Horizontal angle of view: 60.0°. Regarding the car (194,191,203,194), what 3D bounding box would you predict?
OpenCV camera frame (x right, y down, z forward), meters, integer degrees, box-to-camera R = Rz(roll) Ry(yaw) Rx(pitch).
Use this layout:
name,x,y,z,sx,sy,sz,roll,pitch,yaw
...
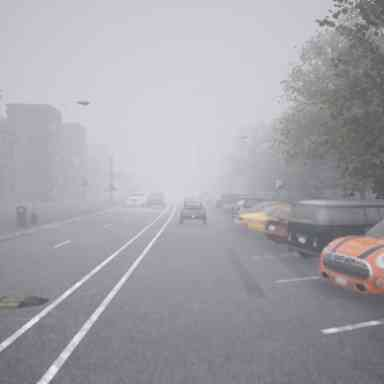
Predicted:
name,x,y,z,sx,sy,sz,roll,pitch,yaw
car,3.941,0.839,64.295,5.566,2.045,2.435,1,0,-24

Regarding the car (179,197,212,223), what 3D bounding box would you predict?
name,x,y,z,sx,sy,sz,roll,pitch,yaw
car,0.061,1.418,24.531,2.128,1.511,4.902,0,1,0

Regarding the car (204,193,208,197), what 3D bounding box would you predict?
name,x,y,z,sx,sy,sz,roll,pitch,yaw
car,4.670,1.259,49.449,4.674,1.452,2.002,1,0,-23

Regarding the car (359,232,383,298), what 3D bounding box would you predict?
name,x,y,z,sx,sy,sz,roll,pitch,yaw
car,5.308,1.480,4.960,5.008,1.535,2.097,1,0,-20

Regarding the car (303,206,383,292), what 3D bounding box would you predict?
name,x,y,z,sx,sy,sz,roll,pitch,yaw
car,5.331,1.349,7.935,4.553,1.767,2.185,1,0,-20

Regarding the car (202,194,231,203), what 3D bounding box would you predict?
name,x,y,z,sx,sy,sz,roll,pitch,yaw
car,4.254,1.179,58.350,4.674,1.452,2.002,1,1,-23

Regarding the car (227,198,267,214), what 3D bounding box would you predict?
name,x,y,z,sx,sy,sz,roll,pitch,yaw
car,5.299,1.421,22.756,4.892,1.521,2.231,1,1,-20

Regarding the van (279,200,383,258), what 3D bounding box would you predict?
name,x,y,z,sx,sy,sz,roll,pitch,yaw
van,5.410,1.242,10.933,4.442,1.987,1.878,1,0,-20

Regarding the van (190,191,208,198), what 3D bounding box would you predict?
name,x,y,z,sx,sy,sz,roll,pitch,yaw
van,1.902,0.691,90.992,4.442,1.987,1.878,1,0,-26

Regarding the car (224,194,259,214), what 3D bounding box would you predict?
name,x,y,z,sx,sy,sz,roll,pitch,yaw
car,5.243,1.278,25.719,4.553,1.767,2.185,1,0,-21

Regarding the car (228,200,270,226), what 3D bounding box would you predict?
name,x,y,z,sx,sy,sz,roll,pitch,yaw
car,5.130,1.430,19.719,5.366,1.575,1.946,1,1,-20

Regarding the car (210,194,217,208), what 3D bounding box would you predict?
name,x,y,z,sx,sy,sz,roll,pitch,yaw
car,5.061,1.323,37.613,5.008,1.535,2.097,1,0,-22

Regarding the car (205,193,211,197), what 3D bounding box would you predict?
name,x,y,z,sx,sy,sz,roll,pitch,yaw
car,4.766,1.287,46.496,4.674,1.452,2.002,0,1,-22

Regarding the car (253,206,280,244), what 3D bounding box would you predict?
name,x,y,z,sx,sy,sz,roll,pitch,yaw
car,5.329,1.488,13.863,4.792,1.488,2.163,1,0,-20

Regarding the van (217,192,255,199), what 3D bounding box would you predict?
name,x,y,z,sx,sy,sz,roll,pitch,yaw
van,5.246,1.121,34.687,4.442,1.987,1.878,1,0,-21

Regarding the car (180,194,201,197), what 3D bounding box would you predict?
name,x,y,z,sx,sy,sz,roll,pitch,yaw
car,-0.335,1.339,43.114,2.033,1.411,5.357,0,1,-2

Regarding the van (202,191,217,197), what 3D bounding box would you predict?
name,x,y,z,sx,sy,sz,roll,pitch,yaw
van,4.441,0.965,52.366,4.442,1.987,1.878,1,1,-23

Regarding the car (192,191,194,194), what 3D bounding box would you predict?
name,x,y,z,sx,sy,sz,roll,pitch,yaw
car,3.324,1.025,73.171,4.892,1.521,2.231,1,1,-24

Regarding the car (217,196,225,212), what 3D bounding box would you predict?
name,x,y,z,sx,sy,sz,roll,pitch,yaw
car,5.193,1.407,31.670,4.674,1.452,2.002,1,1,-21

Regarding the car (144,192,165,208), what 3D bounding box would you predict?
name,x,y,z,sx,sy,sz,roll,pitch,yaw
car,-4.691,1.008,43.868,2.150,2.045,5.566,0,1,-2

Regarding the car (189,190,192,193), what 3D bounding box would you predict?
name,x,y,z,sx,sy,sz,roll,pitch,yaw
car,2.318,0.822,85.011,4.553,1.767,2.185,1,0,-25

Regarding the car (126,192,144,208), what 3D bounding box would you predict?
name,x,y,z,sx,sy,sz,roll,pitch,yaw
car,-7.546,0.999,45.481,2.150,2.045,5.566,0,0,-2

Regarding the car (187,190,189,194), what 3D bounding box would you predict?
name,x,y,z,sx,sy,sz,roll,pitch,yaw
car,2.086,0.931,87.976,5.008,1.535,2.097,1,1,-26

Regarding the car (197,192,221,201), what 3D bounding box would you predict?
name,x,y,z,sx,sy,sz,roll,pitch,yaw
car,3.495,0.919,70.202,4.553,1.767,2.185,1,0,-24

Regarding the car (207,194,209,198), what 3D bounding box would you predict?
name,x,y,z,sx,sy,sz,roll,pitch,yaw
car,4.884,1.314,43.551,4.674,1.452,2.002,1,0,-22

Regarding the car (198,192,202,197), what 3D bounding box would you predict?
name,x,y,z,sx,sy,sz,roll,pitch,yaw
car,4.233,1.160,55.309,5.366,1.575,1.946,1,1,-23

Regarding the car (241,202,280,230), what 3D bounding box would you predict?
name,x,y,z,sx,sy,sz,roll,pitch,yaw
car,5.480,1.446,16.878,5.366,1.575,1.946,1,0,-20

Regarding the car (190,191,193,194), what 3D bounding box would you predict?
name,x,y,z,sx,sy,sz,roll,pitch,yaw
car,2.827,1.013,79.086,4.792,1.488,2.163,1,1,-25

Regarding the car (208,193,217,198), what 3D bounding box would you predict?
name,x,y,z,sx,sy,sz,roll,pitch,yaw
car,5.160,1.298,40.651,5.366,1.575,1.946,1,0,-22

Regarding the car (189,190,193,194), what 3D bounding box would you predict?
name,x,y,z,sx,sy,sz,roll,pitch,yaw
car,2.601,0.965,82.061,5.008,1.535,2.097,1,0,-25
